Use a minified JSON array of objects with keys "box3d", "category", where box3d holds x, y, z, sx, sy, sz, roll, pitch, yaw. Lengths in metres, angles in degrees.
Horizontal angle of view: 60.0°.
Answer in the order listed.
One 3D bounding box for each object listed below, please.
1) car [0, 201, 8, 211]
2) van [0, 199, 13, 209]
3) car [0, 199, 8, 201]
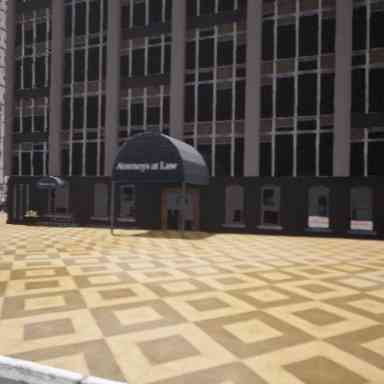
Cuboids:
[{"box3d":[-28.607,2.470,51.840,1.947,1.339,4.313,0,-1,19],"category":"car"},{"box3d":[-34.652,2.219,59.942,1.690,1.788,3.998,0,-1,19],"category":"van"},{"box3d":[-30.763,2.109,53.786,2.150,2.045,5.566,1,-1,19],"category":"car"}]
